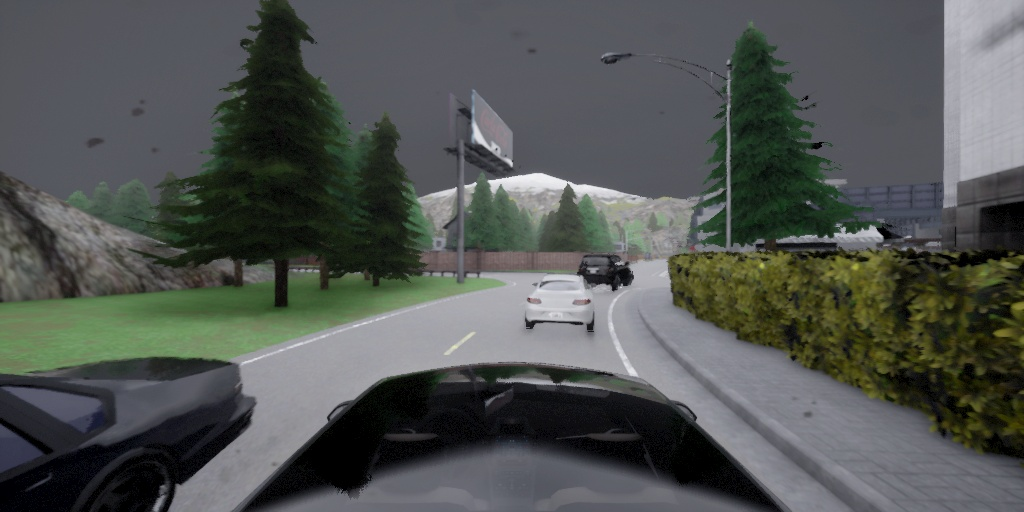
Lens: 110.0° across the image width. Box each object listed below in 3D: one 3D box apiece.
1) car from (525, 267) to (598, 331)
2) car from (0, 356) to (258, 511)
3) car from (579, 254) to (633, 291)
[{"bbox_3d":[1.550,1.250,10.871,1.812,1.442,4.674,0,0,12],"label":"car"},{"bbox_3d":[-3.445,1.295,1.063,2.033,1.411,5.357,0,0,2],"label":"car"},{"bbox_3d":[5.739,0.918,21.817,2.150,2.045,5.566,0,0,30],"label":"car"}]
